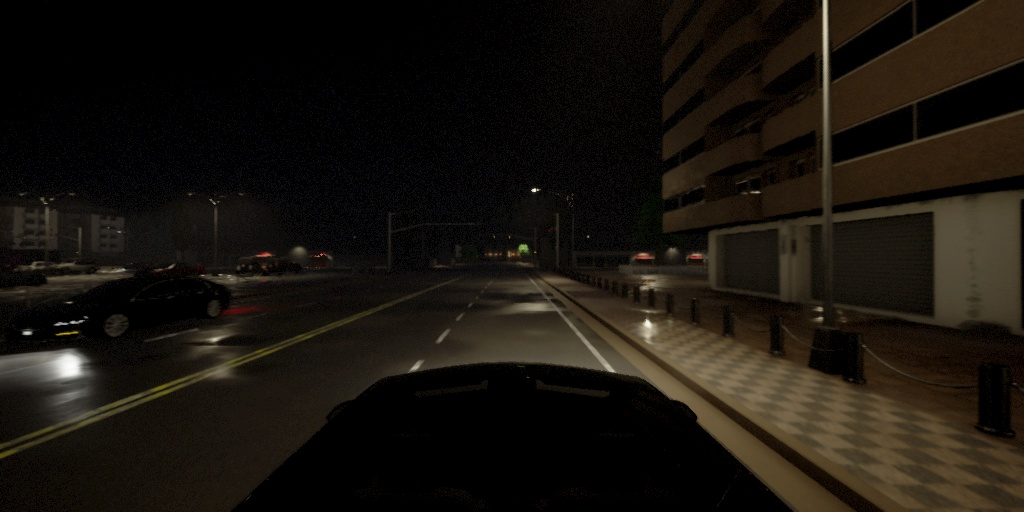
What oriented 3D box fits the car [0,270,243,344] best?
[{"bbox_3d":[-10.499,1.370,10.187,1.837,1.490,4.892,0,1,0],"label":"car"}]
